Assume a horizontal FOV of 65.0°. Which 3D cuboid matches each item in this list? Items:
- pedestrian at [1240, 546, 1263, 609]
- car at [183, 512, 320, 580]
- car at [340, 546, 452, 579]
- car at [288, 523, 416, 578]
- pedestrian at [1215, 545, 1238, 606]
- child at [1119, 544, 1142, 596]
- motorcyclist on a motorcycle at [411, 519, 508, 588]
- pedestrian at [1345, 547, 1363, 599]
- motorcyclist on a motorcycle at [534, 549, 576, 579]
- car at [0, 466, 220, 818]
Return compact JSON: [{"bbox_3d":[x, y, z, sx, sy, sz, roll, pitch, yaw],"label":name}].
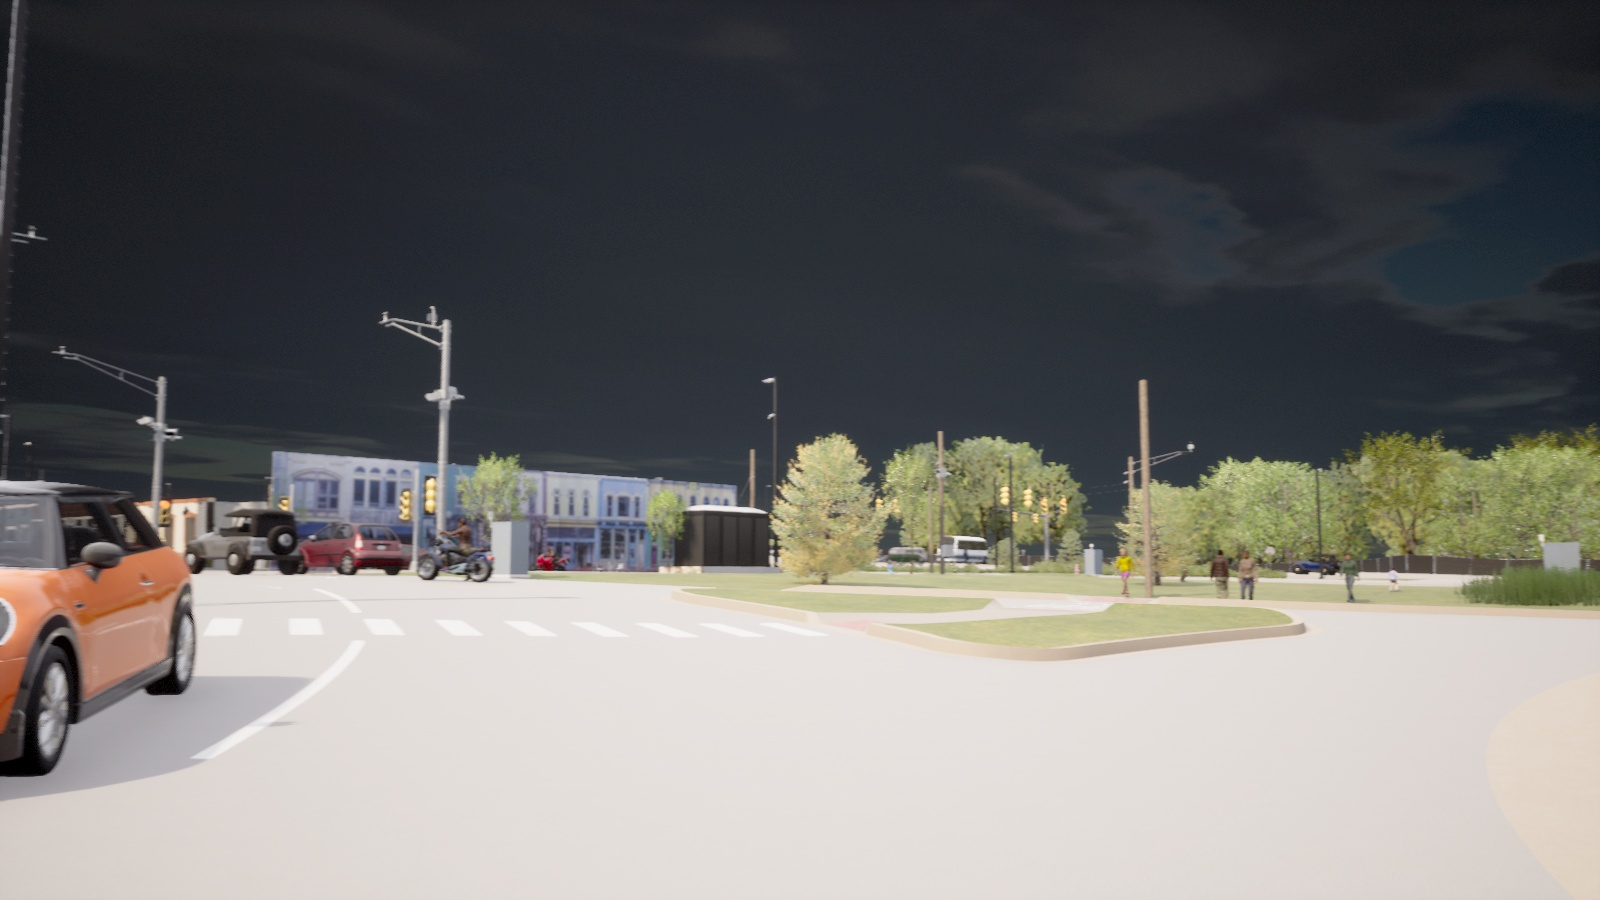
[{"bbox_3d":[13.079,3.688,36.392,0.328,1.805,0.869,-5,-7,36],"label":"pedestrian"},{"bbox_3d":[-15.979,2.818,36.552,3.866,1.878,1.905,-4,-7,36],"label":"car"},{"bbox_3d":[-18.842,5.290,58.703,1.812,1.442,4.674,-6,-8,43],"label":"car"},{"bbox_3d":[-13.917,3.151,38.946,3.988,1.617,1.851,-4,-7,38],"label":"car"},{"bbox_3d":[13.247,3.899,39.010,0.431,1.840,0.703,-5,-7,34],"label":"pedestrian"},{"bbox_3d":[7.447,2.705,28.314,0.299,1.160,0.473,-5,-8,39],"label":"child"},{"bbox_3d":[-8.525,2.578,31.438,2.350,1.649,0.766,-1,-5,24],"label":"motorcyclist on a motorcycle"},{"bbox_3d":[19.896,4.429,45.122,0.353,1.847,0.614,-5,-8,40],"label":"pedestrian"},{"bbox_3d":[-12.733,5.935,65.257,0.797,1.523,2.044,-6,-8,43],"label":"motorcyclist on a motorcycle"},{"bbox_3d":[-5.515,1.037,8.340,2.097,1.767,4.553,1,-2,-13],"label":"car"}]
